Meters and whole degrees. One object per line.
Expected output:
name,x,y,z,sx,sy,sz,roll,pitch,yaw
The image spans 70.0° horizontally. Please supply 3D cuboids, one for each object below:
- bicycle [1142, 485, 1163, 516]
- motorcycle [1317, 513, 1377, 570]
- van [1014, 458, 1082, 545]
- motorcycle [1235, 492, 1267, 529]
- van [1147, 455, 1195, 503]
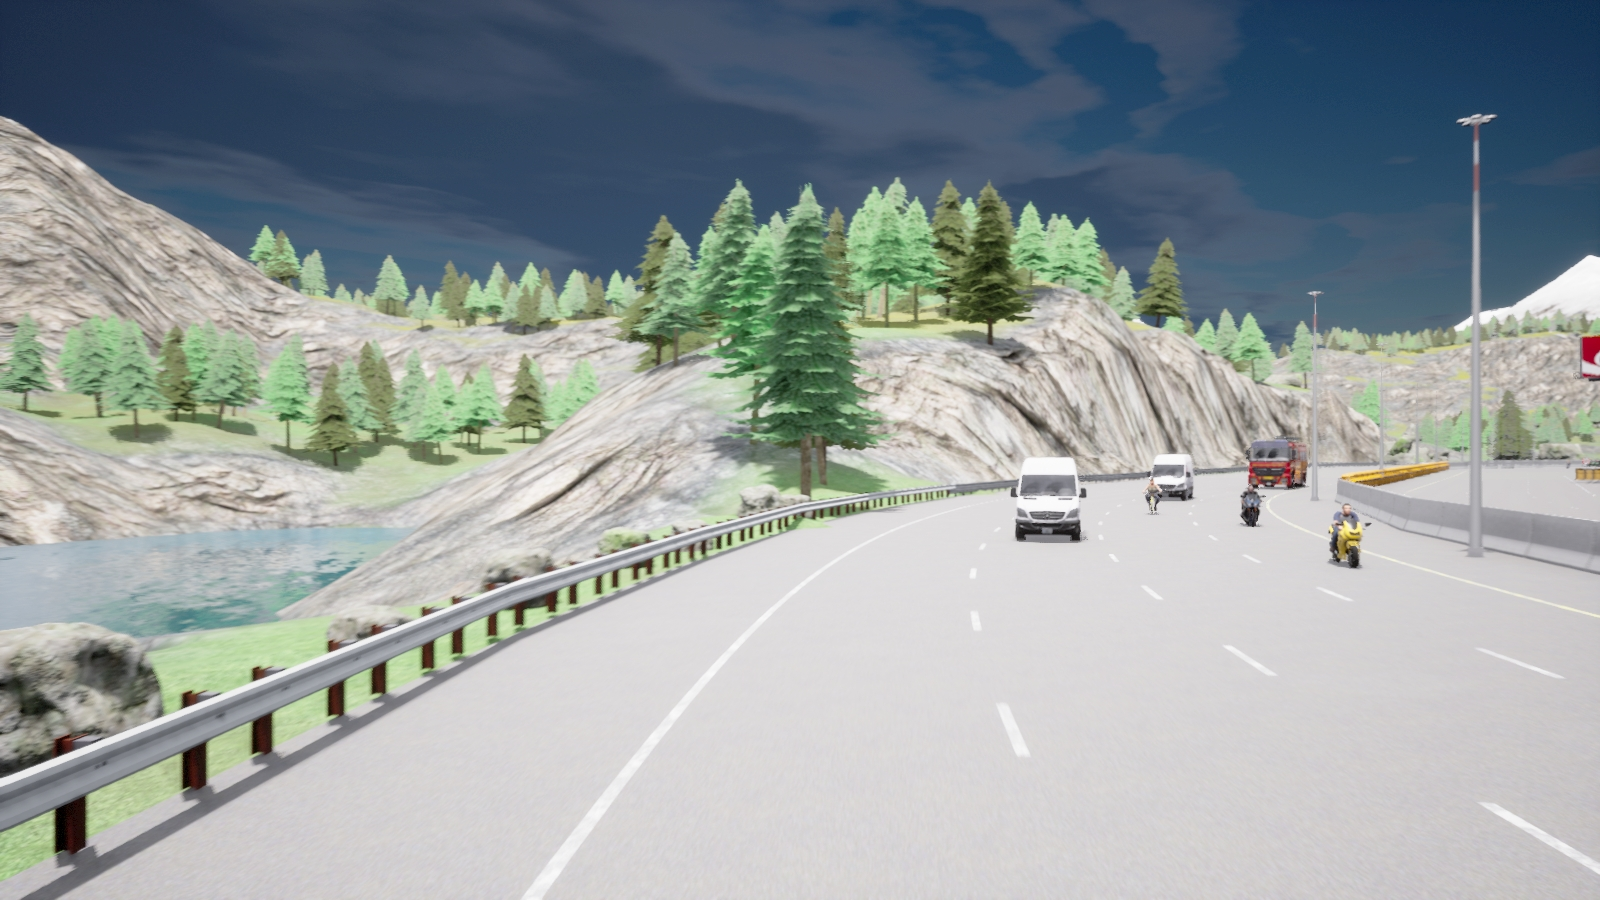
bicycle,15.238,2.174,49.425,0.859,1.295,1.487,0,0,18
motorcycle,13.251,2.199,27.738,0.803,1.217,2.033,0,0,11
van,8.115,1.547,37.121,1.988,2.561,5.915,0,0,14
motorcycle,16.674,2.232,42.277,0.867,1.251,2.209,0,0,16
van,21.170,1.569,65.031,1.988,2.561,5.915,0,0,24
